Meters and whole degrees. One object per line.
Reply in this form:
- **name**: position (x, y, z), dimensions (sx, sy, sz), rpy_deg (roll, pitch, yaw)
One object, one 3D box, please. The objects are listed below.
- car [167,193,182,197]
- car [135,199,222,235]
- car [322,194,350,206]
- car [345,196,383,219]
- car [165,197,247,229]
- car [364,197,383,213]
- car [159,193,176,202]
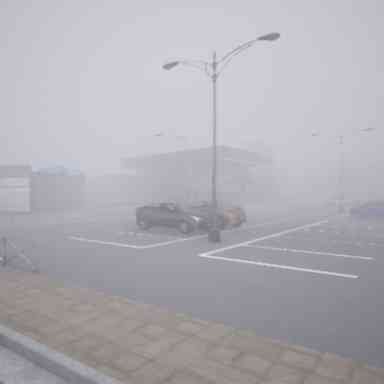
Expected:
- **car**: position (-3.772, 1.410, 70.795), dimensions (2.242, 1.667, 4.611), rpy_deg (0, 0, 36)
- **car**: position (-0.988, 1.322, 17.720), dimensions (4.514, 1.523, 2.007), rpy_deg (0, 0, 36)
- **car**: position (20.941, 1.346, 48.010), dimensions (3.806, 1.475, 1.970), rpy_deg (0, 0, 36)
- **car**: position (13.993, 1.316, 25.345), dimensions (3.633, 1.501, 1.845), rpy_deg (0, 0, 36)
- **car**: position (0.816, 1.313, 20.287), dimensions (5.027, 1.636, 2.152), rpy_deg (0, 0, 36)
- **car**: position (19.909, 1.295, 33.399), dimensions (4.514, 1.523, 2.007), rpy_deg (0, 0, 36)
- **car**: position (-5.795, 1.234, 77.634), dimensions (1.905, 1.878, 3.866), rpy_deg (0, 0, 36)
